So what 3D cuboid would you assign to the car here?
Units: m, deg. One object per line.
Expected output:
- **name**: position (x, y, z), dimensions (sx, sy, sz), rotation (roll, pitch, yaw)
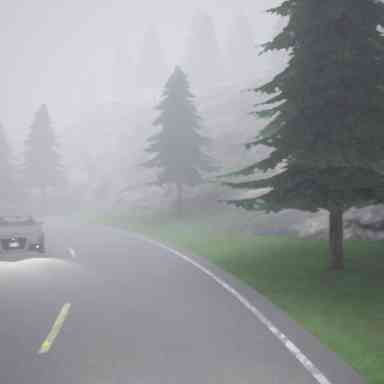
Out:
- **car**: position (-6.875, 1.602, 13.050), dimensions (1.994, 1.385, 4.181), rotation (-1, 0, -26)
